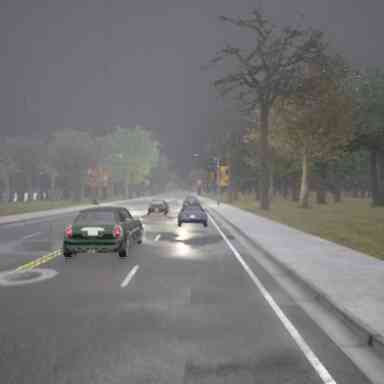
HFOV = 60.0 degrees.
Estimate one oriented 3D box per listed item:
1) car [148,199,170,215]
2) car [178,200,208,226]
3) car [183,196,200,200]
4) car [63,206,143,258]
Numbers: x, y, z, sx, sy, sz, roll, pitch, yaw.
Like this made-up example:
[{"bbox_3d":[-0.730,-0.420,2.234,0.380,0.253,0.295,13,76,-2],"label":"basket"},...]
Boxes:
[{"bbox_3d":[-3.274,1.462,32.960,1.812,1.442,4.674,0,0,0],"label":"car"},{"bbox_3d":[0.033,1.517,23.054,1.994,1.385,4.181,0,0,0],"label":"car"},{"bbox_3d":[-0.085,1.277,40.897,2.097,1.767,4.553,0,0,0],"label":"car"},{"bbox_3d":[-3.177,1.324,12.750,2.097,1.767,4.553,0,0,0],"label":"car"}]
